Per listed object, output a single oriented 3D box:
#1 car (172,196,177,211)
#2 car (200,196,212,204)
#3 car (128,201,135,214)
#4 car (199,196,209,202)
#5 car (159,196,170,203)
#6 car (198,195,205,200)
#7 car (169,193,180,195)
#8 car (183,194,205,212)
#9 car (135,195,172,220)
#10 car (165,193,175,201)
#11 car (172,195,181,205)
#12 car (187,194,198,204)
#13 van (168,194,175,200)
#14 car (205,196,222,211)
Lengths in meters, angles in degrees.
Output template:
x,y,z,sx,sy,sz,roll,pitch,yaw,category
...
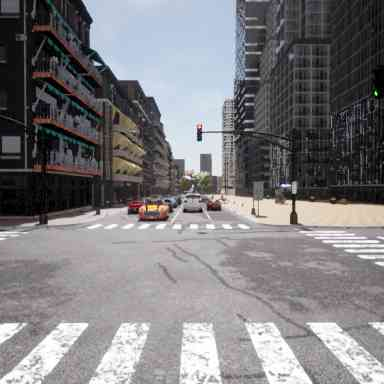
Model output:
x,y,z,sx,sy,sz,roll,pitch,yaw,category
-3.085,1.501,37.637,1.837,1.490,4.892,0,0,0,car
2.666,1.551,63.684,2.008,1.369,4.403,-1,0,0,car
-5.689,1.540,35.384,1.887,1.381,4.507,-1,0,0,car
2.670,1.548,74.982,1.887,1.381,4.507,-1,0,0,car
-5.679,1.584,69.278,1.802,1.307,4.206,-1,0,0,car
2.675,1.535,92.099,1.752,1.417,4.829,-1,0,0,car
-3.031,1.220,58.283,2.150,2.045,5.566,0,0,1,car
0.114,1.216,39.727,2.150,2.045,5.566,0,0,0,car
-3.090,1.348,27.640,2.097,1.767,4.553,0,0,0,car
-5.677,1.322,86.225,2.192,1.841,5.009,-1,0,0,car
-3.077,1.544,47.965,2.033,1.411,5.357,0,0,0,car
0.119,1.351,63.360,2.097,1.767,4.553,0,0,0,car
-5.675,1.350,91.873,1.690,1.788,3.998,-1,0,0,van
2.659,1.540,41.088,1.887,1.381,4.507,-1,0,0,car
